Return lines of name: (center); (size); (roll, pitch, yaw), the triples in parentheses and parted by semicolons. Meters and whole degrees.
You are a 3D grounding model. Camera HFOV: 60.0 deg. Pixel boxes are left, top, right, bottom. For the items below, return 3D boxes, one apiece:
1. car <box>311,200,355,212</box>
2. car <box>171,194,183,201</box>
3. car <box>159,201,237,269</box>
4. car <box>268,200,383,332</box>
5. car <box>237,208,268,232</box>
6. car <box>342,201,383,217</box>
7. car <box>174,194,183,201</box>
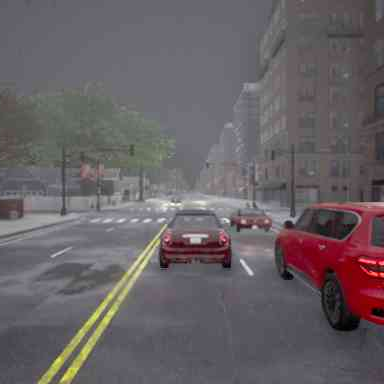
car: (16.374, 1.581, 38.721); (4.313, 1.339, 1.947); (0, 0, 0)
car: (-3.262, 1.516, 67.454); (2.128, 1.511, 4.902); (0, 0, 0)
car: (0.099, 1.352, 11.308); (2.097, 1.767, 4.553); (0, 0, 0)
car: (3.343, 1.217, 6.936); (2.150, 2.045, 5.566); (0, -1, 1)
car: (3.354, 1.598, 19.892); (1.895, 1.301, 4.718); (0, 0, 0)
car: (16.380, 1.549, 30.696); (4.206, 1.307, 1.802); (0, 0, 0)
car: (-3.258, 1.363, 82.990); (2.097, 1.767, 4.553); (0, 0, 0)
